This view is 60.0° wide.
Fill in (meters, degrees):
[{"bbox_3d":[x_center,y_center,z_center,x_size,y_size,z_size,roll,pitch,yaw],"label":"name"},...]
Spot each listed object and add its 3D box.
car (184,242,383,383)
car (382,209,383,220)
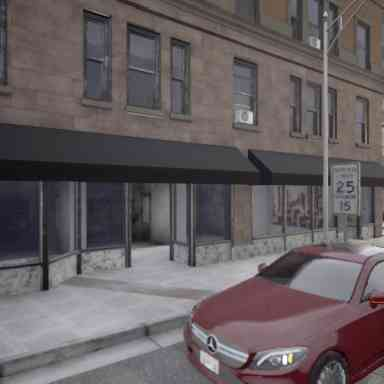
[{"bbox_3d":[2.083,1.525,4.838,4.674,1.442,1.812,0,0,-35],"label":"car"},{"bbox_3d":[15.002,1.523,22.073,1.812,1.442,4.674,0,0,-40],"label":"car"}]
